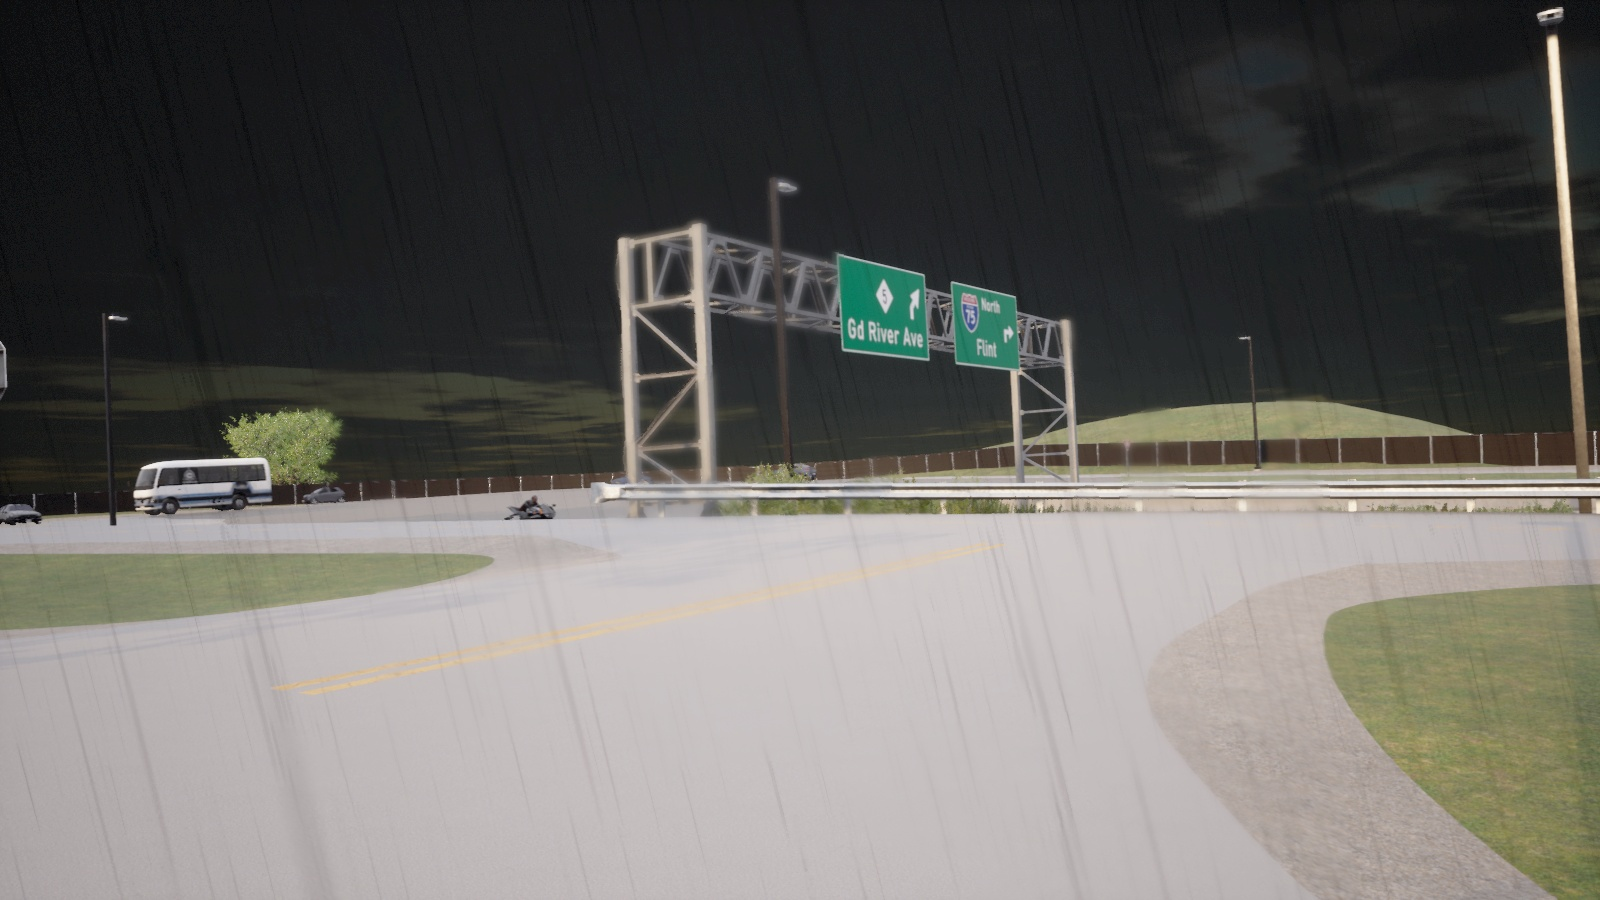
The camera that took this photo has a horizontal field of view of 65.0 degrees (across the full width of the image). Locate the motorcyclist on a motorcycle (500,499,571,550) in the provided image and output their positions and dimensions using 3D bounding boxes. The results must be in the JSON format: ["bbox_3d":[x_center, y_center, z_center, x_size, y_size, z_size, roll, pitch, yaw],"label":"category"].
[{"bbox_3d":[-8.473,2.380,40.126,2.191,1.530,0.866,-4,-1,34],"label":"motorcyclist on a motorcycle"}]
